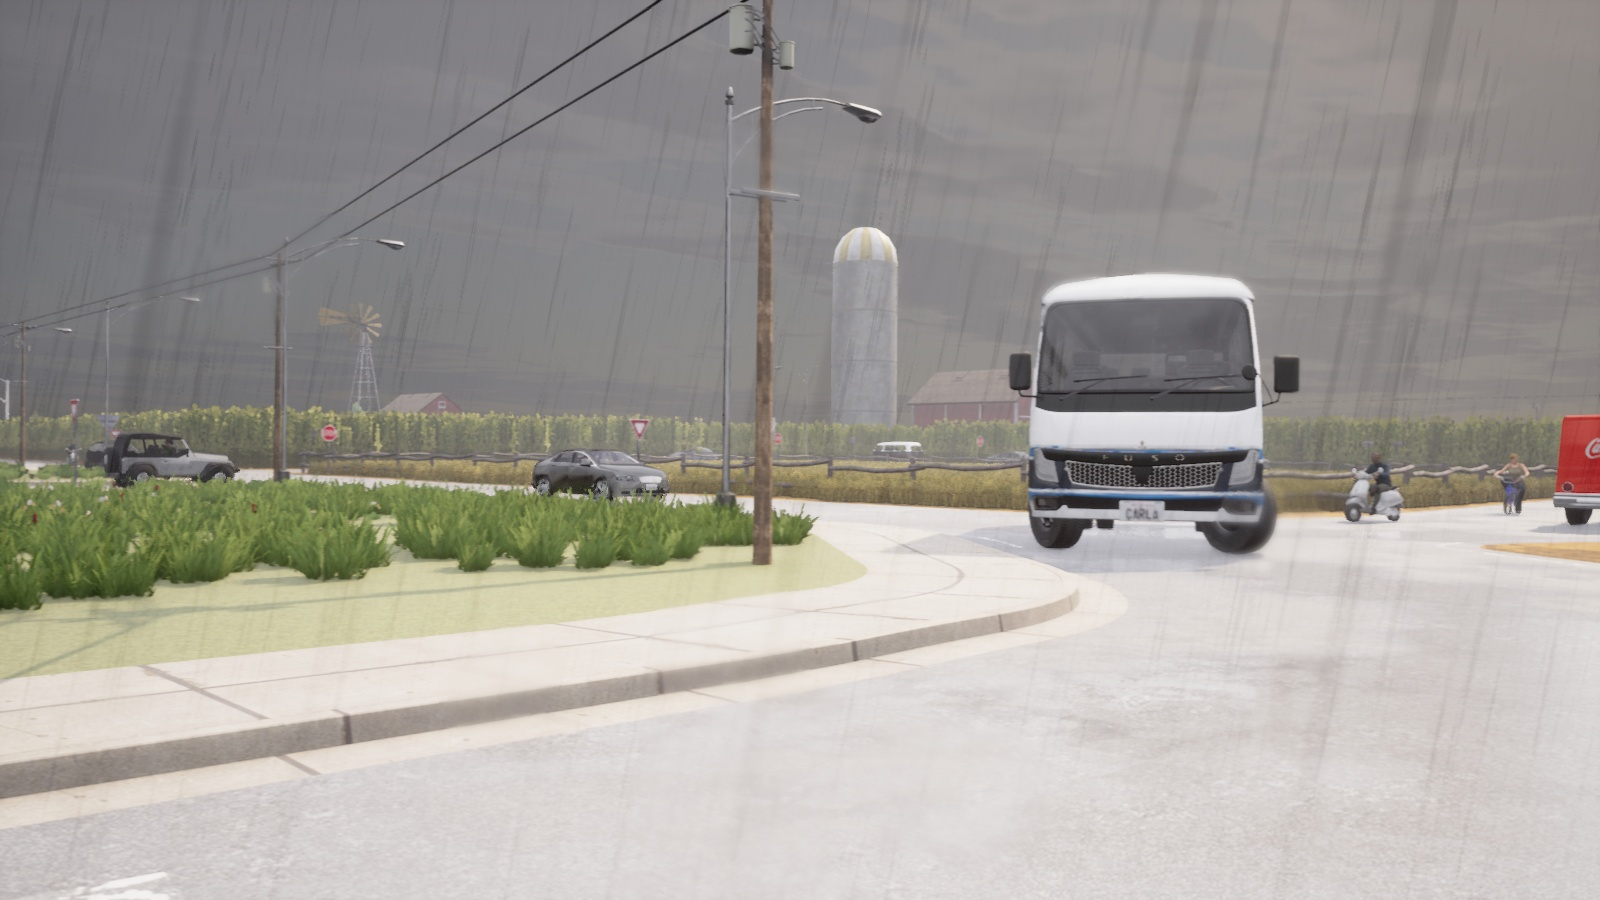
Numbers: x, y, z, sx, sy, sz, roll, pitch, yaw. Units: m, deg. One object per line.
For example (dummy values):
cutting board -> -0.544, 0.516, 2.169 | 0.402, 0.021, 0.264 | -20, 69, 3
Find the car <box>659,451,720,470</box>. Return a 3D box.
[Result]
car -> -8.119, 0.763, 92.452 | 4.181, 1.385, 1.994 | 0, 0, -43

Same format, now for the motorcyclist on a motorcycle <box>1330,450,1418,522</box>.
motorcyclist on a motorcycle -> 13.087, 0.800, 28.650 | 1.817, 1.590, 0.866 | 0, 0, -26

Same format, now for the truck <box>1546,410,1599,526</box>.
truck -> 19.156, 0.397, 28.377 | 5.204, 2.467, 2.627 | 0, 0, -43

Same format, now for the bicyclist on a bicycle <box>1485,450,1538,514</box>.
bicyclist on a bicycle -> 18.659, 0.820, 32.920 | 0.866, 1.612, 1.509 | 0, 0, 43

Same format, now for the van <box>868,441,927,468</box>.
van -> 7.574, 0.360, 98.027 | 2.069, 2.038, 4.480 | 0, 1, -39

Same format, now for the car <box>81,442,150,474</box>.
car -> -37.591, 0.419, 68.892 | 2.242, 1.667, 4.611 | 0, 0, -43

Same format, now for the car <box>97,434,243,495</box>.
car -> -20.402, 0.452, 40.720 | 3.866, 1.878, 1.905 | 0, 0, -41

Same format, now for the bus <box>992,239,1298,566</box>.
bus -> 6.081, -0.599, 21.794 | 3.944, 4.253, 10.273 | 0, 0, 17

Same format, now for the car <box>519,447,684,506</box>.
car -> -5.577, 0.696, 34.898 | 2.128, 1.511, 4.902 | 0, 0, -43

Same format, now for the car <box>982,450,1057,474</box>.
car -> 14.875, 0.801, 85.410 | 1.837, 1.490, 4.892 | 0, 0, -43
